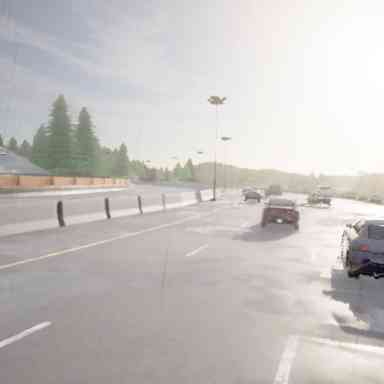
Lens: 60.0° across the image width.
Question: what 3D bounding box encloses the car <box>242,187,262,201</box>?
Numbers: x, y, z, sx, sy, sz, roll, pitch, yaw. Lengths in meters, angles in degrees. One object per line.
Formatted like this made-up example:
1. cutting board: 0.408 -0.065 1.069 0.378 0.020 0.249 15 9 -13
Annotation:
1. car: 7.511 0.359 40.884 2.128 1.511 4.902 2 2 11

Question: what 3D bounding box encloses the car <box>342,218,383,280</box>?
1. car: 5.232 1.389 9.032 1.994 1.385 4.181 2 2 22

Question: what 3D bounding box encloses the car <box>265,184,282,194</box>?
1. car: 13.330 -0.203 54.532 2.150 2.045 5.566 2 2 5

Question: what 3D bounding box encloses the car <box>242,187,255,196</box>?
1. car: 10.340 -0.196 61.557 1.812 1.442 4.674 2 2 3

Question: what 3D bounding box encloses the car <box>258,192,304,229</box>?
1. car: 4.935 1.037 18.050 1.837 1.490 4.892 3 3 18

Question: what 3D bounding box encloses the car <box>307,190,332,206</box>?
1. car: 13.839 0.766 36.351 1.895 1.301 4.718 2 2 12

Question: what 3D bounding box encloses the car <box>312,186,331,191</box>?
1. car: 20.053 0.046 51.824 2.150 2.045 5.566 2 2 6
